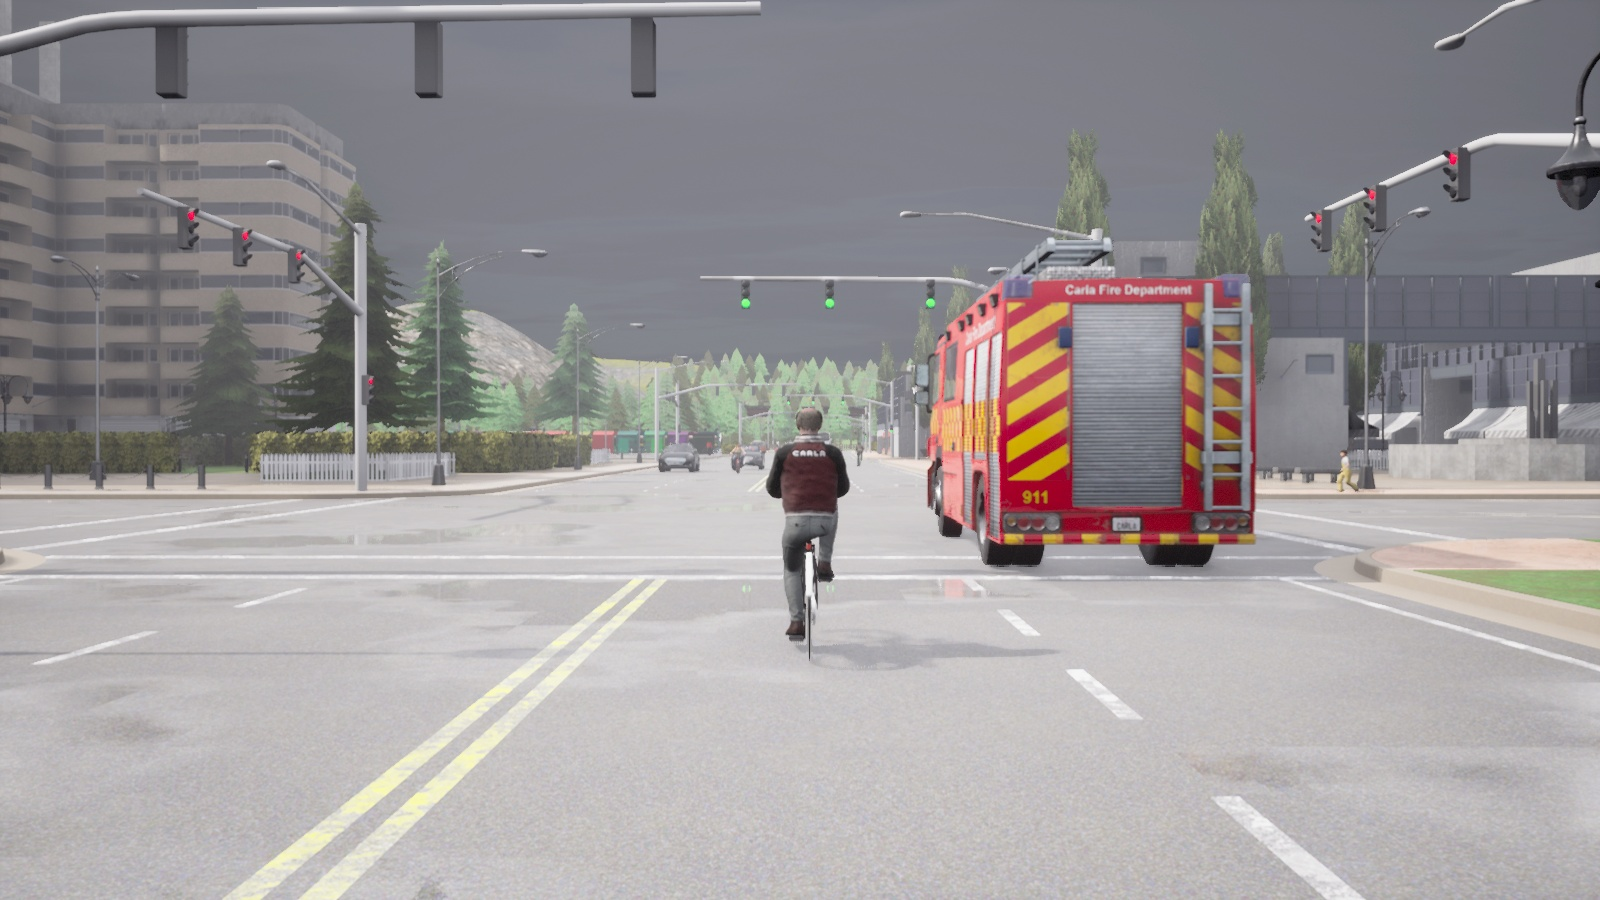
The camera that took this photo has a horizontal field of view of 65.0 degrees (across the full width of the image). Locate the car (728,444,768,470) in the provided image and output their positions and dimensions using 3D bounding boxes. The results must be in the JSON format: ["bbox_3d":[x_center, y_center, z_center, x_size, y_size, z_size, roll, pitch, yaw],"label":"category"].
[{"bbox_3d":[-3.071,0.396,74.722,2.128,1.511,4.902,0,0,0],"label":"car"}]

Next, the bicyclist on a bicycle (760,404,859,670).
[{"bbox_3d":[0.067,0.580,9.306,0.659,1.776,1.843,0,0,0],"label":"bicyclist on a bicycle"}]

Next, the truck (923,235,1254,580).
[{"bbox_3d":[3.617,-0.489,18.202,2.891,3.827,8.468,0,0,0],"label":"truck"}]

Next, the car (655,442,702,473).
[{"bbox_3d":[-6.604,0.391,68.761,2.033,1.649,4.856,0,0,0],"label":"car"}]

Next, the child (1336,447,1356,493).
[{"bbox_3d":[15.204,0.555,34.994,0.437,1.263,0.270,0,0,-6],"label":"child"}]
